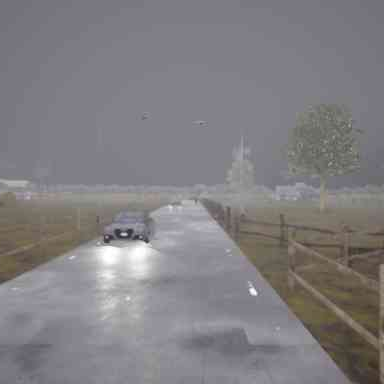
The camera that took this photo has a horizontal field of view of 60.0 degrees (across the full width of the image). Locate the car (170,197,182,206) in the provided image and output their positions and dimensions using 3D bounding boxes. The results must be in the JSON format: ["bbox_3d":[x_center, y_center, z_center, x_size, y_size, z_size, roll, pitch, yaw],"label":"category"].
[{"bbox_3d":[-2.794,1.652,57.982,1.837,1.490,4.892,0,0,1],"label":"car"}]

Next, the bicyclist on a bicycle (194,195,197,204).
[{"bbox_3d":[0.755,1.608,72.202,0.659,1.776,1.843,0,0,0],"label":"bicyclist on a bicycle"}]

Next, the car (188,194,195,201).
[{"bbox_3d":[-0.002,1.785,92.010,1.837,1.490,4.892,0,-1,0],"label":"car"}]

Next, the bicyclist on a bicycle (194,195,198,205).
[{"bbox_3d":[0.756,1.628,63.203,0.582,1.620,1.656,0,-1,0],"label":"bicyclist on a bicycle"}]

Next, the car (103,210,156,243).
[{"bbox_3d":[-2.850,1.576,15.895,1.994,1.385,4.181,0,0,0],"label":"car"}]
